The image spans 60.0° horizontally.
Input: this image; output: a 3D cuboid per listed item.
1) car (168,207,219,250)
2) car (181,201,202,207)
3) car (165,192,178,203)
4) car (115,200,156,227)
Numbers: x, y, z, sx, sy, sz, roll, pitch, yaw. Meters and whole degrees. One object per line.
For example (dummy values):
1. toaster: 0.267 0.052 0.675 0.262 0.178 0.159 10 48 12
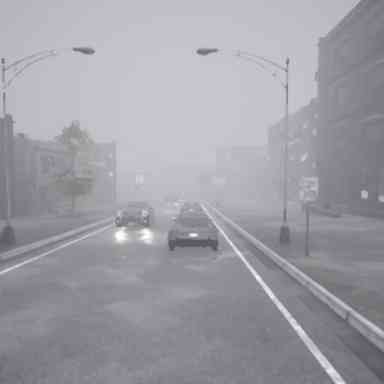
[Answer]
1. car: 0.043 1.547 14.220 1.994 1.385 4.181 0 0 0
2. car: -0.026 1.527 30.452 1.994 1.385 4.181 0 0 0
3. car: -4.029 0.988 64.013 2.150 2.045 5.566 0 1 -7
4. car: -3.689 1.329 22.300 2.097 1.767 4.553 0 0 0
